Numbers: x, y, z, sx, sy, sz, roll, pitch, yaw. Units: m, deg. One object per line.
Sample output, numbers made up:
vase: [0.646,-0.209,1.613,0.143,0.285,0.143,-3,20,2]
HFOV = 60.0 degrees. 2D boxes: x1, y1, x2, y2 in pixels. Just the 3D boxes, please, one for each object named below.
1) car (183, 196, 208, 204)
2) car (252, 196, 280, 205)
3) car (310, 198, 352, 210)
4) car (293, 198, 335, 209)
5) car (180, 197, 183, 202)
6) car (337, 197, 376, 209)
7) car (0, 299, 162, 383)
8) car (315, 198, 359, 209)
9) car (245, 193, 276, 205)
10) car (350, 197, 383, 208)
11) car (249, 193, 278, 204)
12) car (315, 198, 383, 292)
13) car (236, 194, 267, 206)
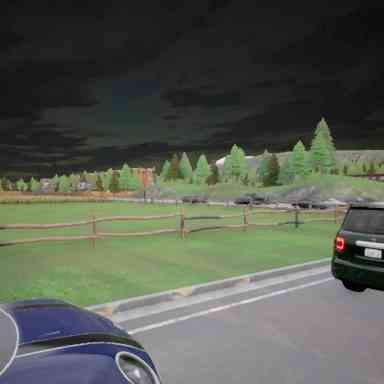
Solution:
car: [1.002,1.506,60.218,1.837,1.490,4.892,0,-1,-36]
car: [13.488,1.492,60.932,2.128,1.511,4.902,0,0,-36]
car: [17.921,1.525,43.028,1.812,1.442,4.674,0,0,-36]
car: [14.899,1.503,41.230,1.837,1.490,4.892,0,0,-36]
car: [-0.361,1.458,68.093,2.033,1.411,5.357,0,0,-36]
car: [23.407,1.526,47.389,1.812,1.442,4.674,0,0,-36]
car: [-2.384,1.352,2.040,4.553,1.767,2.097,0,0,-36]
car: [20.010,1.547,46.095,2.033,1.411,5.357,0,0,-36]
car: [11.269,1.222,58.019,2.150,2.045,5.566,0,0,-36]
car: [26.501,1.546,49.086,2.033,1.411,5.357,0,0,-36]
car: [14.146,1.224,66.043,2.150,2.045,5.566,0,0,-36]
car: [5.510,1.221,7.701,5.566,2.045,2.150,0,0,-36]
car: [9.415,1.477,54.622,1.882,1.535,5.008,0,0,-36]
